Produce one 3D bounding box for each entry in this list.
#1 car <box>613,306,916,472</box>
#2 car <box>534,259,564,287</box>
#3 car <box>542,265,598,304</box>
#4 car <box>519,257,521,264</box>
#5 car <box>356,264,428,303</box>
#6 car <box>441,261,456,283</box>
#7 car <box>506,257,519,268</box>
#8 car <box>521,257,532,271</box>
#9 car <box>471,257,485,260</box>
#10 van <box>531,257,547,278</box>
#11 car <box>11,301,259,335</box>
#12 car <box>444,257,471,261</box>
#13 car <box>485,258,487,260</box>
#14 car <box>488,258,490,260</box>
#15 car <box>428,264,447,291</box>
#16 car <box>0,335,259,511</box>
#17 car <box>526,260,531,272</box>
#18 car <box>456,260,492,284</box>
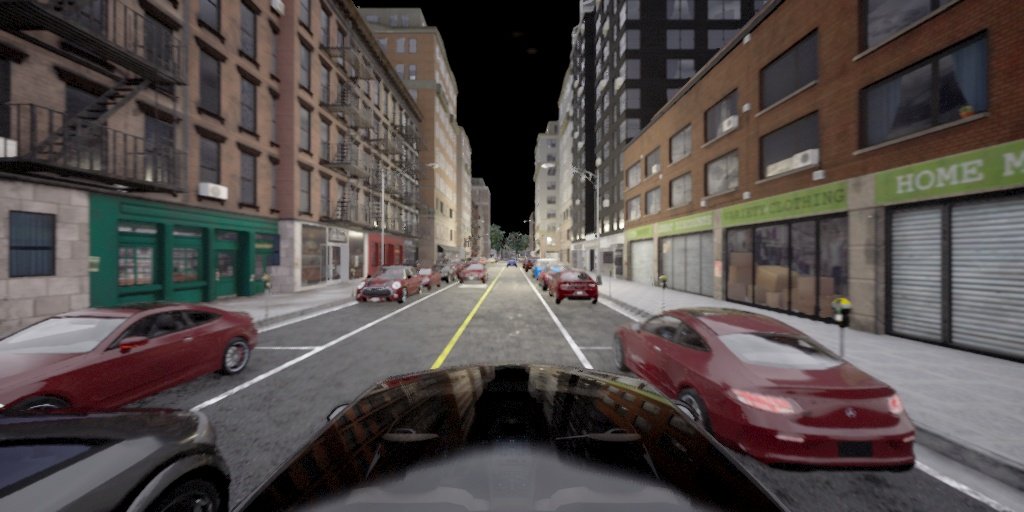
[{"bbox_3d":[2.638,1.332,4.828,1.802,1.307,4.207,0,0,0],"label":"car"},{"bbox_3d":[2.640,1.189,21.865,1.967,1.591,4.097,0,0,0],"label":"car"},{"bbox_3d":[2.639,1.295,16.186,1.888,1.381,4.507,0,0,0],"label":"car"},{"bbox_3d":[2.643,1.058,55.938,2.192,1.841,5.009,0,0,0],"label":"car"},{"bbox_3d":[-5.392,1.190,16.192,1.967,1.591,4.097,0,0,0],"label":"car"},{"bbox_3d":[-5.392,1.315,27.549,1.948,1.339,4.313,0,0,0],"label":"car"},{"bbox_3d":[0.006,1.267,61.182,1.812,1.442,4.674,0,0,0],"label":"car"},{"bbox_3d":[2.642,1.061,44.580,2.192,1.841,5.009,0,0,0],"label":"car"},{"bbox_3d":[-5.394,1.059,50.263,2.192,1.841,5.009,0,0,0],"label":"car"},{"bbox_3d":[2.641,1.090,27.544,1.690,1.789,3.998,0,0,0],"label":"van"},{"bbox_3d":[-5.391,1.332,4.835,1.802,1.307,4.207,0,0,0],"label":"car"},{"bbox_3d":[-5.393,1.063,33.227,2.192,1.841,5.009,0,0,0],"label":"car"},{"bbox_3d":[-5.394,1.268,55.770,1.751,1.417,4.829,0,0,0],"label":"car"},{"bbox_3d":[-5.395,1.056,61.619,2.192,1.841,5.009,0,0,0],"label":"car"},{"bbox_3d":[-5.392,1.331,21.871,1.802,1.307,4.207,0,0,0],"label":"car"},{"bbox_3d":[-2.848,1.314,0.644,1.994,1.385,4.181,0,0,-1],"label":"car"},{"bbox_3d":[2.641,1.299,33.223,2.007,1.370,4.403,0,0,0],"label":"car"},{"bbox_3d":[-2.769,1.275,27.052,1.812,1.442,4.674,0,0,1],"label":"car"}]
